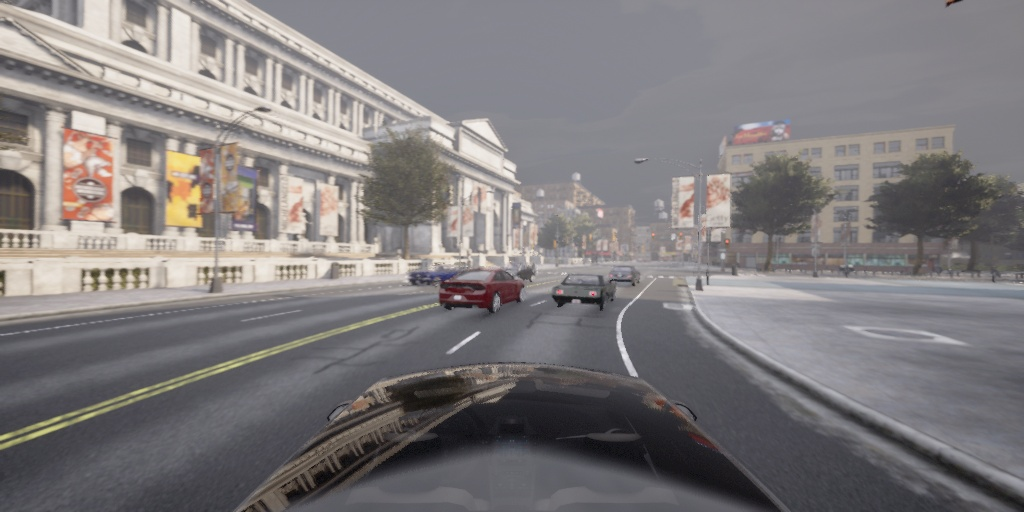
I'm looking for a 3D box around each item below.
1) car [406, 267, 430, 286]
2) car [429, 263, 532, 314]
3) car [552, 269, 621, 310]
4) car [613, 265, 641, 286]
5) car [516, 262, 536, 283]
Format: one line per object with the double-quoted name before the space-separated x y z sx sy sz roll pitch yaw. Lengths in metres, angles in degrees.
"car" -4.699 1.245 23.554 1.895 1.301 4.718 1 0 25
"car" -0.936 1.192 13.867 1.882 1.535 5.008 1 0 19
"car" 3.183 1.370 15.007 1.895 1.301 4.718 1 0 23
"car" 8.227 1.366 26.188 2.033 1.411 5.357 1 0 25
"car" 0.193 1.212 25.709 2.128 1.511 4.902 1 0 24
